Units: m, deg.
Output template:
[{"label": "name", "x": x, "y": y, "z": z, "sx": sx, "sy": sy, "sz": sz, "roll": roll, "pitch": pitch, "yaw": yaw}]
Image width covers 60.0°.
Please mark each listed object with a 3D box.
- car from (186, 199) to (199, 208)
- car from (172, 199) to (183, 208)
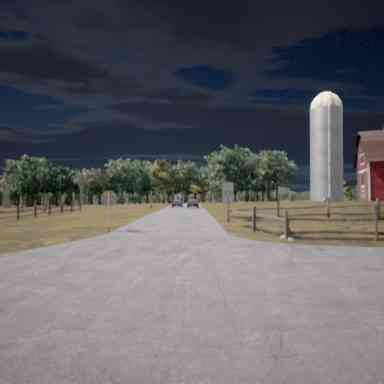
[{"label": "car", "x": 0.152, "y": 1.898, "z": 54.470, "sx": 1.837, "sy": 1.490, "sz": 4.892, "roll": 0, "pitch": -1, "yaw": 0}, {"label": "car", "x": -2.584, "y": 2.005, "z": 59.087, "sx": 2.033, "sy": 1.411, "sz": 5.357, "roll": 0, "pitch": -1, "yaw": 0}]
